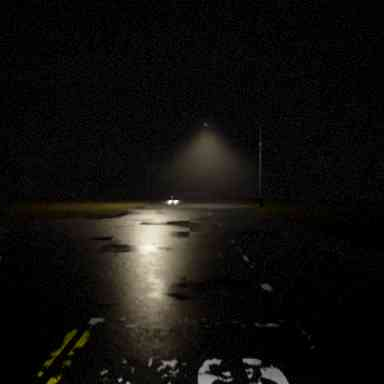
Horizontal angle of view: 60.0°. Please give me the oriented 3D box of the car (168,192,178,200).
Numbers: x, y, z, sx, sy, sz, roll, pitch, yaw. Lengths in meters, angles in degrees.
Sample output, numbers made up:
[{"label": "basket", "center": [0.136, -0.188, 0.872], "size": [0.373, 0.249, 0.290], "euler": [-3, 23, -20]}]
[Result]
[{"label": "car", "center": [-3.696, 0.827, 64.353], "size": [2.128, 1.511, 4.902], "euler": [0, 1, 0]}]
